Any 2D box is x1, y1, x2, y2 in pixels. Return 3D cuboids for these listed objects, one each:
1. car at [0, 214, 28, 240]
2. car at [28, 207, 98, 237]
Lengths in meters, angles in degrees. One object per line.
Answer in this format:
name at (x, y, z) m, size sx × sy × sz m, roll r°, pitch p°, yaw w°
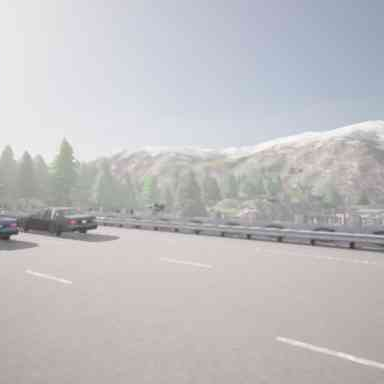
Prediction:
car at (-10.192, 1.517, 15.565) m, size 5.357 × 1.411 × 2.033 m, roll 0°, pitch 0°, yaw 36°
car at (-7.352, 1.517, 17.839) m, size 5.357 × 1.411 × 2.033 m, roll 0°, pitch 0°, yaw 36°
